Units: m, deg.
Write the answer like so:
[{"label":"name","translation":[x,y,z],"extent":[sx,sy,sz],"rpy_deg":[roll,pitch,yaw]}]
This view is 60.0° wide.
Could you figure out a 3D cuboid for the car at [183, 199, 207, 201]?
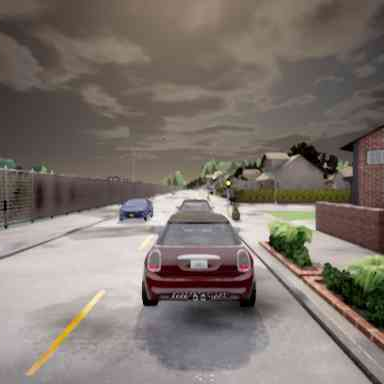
[{"label":"car","translation":[0.171,1.129,17.623],"extent":[2.097,1.767,4.553],"rpy_deg":[0,1,0]}]

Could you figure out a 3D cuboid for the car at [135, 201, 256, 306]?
[{"label":"car","translation":[0.129,1.251,7.927],"extent":[2.097,1.767,4.553],"rpy_deg":[0,1,0]}]

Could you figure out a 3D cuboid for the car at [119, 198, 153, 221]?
[{"label":"car","translation":[-3.903,1.209,24.059],"extent":[1.882,1.535,5.008],"rpy_deg":[0,1,0]}]
